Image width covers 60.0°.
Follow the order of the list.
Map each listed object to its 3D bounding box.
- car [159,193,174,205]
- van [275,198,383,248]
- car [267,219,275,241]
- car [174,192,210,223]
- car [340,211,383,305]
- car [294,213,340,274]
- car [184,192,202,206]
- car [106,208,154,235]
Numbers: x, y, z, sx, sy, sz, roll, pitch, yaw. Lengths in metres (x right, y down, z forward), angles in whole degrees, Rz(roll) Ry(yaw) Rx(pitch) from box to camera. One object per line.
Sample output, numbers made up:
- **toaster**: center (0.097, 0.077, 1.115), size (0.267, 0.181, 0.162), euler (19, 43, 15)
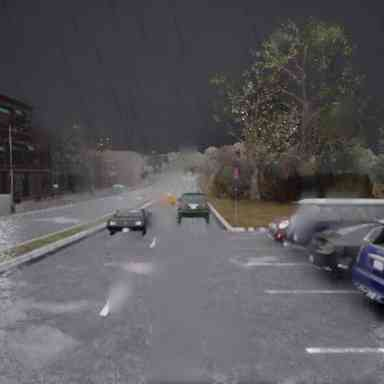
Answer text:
- **car**: center (-3.166, 0.841, 42.599), size (1.882, 1.535, 5.008), euler (0, 2, 0)
- **van**: center (5.418, 1.218, 11.430), size (4.442, 1.987, 1.878), euler (0, 0, 0)
- **car**: center (5.563, 1.295, 14.183), size (4.553, 1.767, 2.185), euler (0, 1, 0)
- **car**: center (0.092, 1.034, 24.100), size (2.150, 2.045, 5.566), euler (0, 1, 0)
- **car**: center (5.505, 1.345, 6.045), size (4.553, 1.767, 2.185), euler (0, 0, 0)
- **car**: center (5.529, 1.460, 8.673), size (4.892, 1.521, 2.231), euler (0, 0, 0)
- **car**: center (0.085, 0.872, 42.038), size (2.128, 1.511, 4.902), euler (0, 2, 0)
- **car**: center (-3.162, 1.498, 18.103), size (1.895, 1.301, 4.718), euler (0, 1, 0)
